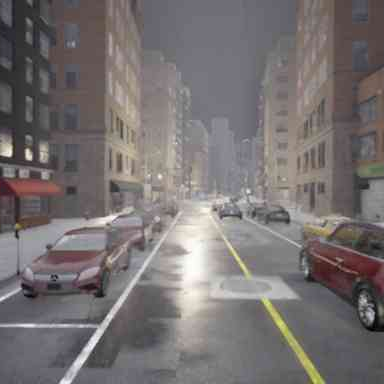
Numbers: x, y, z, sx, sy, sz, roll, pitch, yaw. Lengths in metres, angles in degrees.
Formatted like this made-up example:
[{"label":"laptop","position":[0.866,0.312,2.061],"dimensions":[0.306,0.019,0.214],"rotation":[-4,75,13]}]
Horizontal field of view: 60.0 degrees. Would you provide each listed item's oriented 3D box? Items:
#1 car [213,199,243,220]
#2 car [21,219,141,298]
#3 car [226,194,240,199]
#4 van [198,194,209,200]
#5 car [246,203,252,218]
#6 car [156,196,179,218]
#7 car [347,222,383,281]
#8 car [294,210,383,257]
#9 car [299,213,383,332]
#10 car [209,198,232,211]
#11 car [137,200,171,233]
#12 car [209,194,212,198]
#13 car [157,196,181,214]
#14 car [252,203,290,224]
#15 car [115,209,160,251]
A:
[{"label":"car","position":[3.244,1.617,29.181],"dimensions":[1.994,1.385,4.181],"rotation":[0,0,0]},{"label":"car","position":[-2.627,1.577,8.457],"dimensions":[1.802,1.307,4.206],"rotation":[0,0,0]},{"label":"car","position":[9.276,1.652,74.746],"dimensions":[1.947,1.339,4.313],"rotation":[0,0,9]},{"label":"van","position":[2.643,1.360,86.975],"dimensions":[1.690,1.788,3.998],"rotation":[0,0,9]},{"label":"car","position":[6.057,1.637,30.434],"dimensions":[1.947,1.339,4.313],"rotation":[0,0,0]},{"label":"car","position":[-2.469,1.333,30.489],"dimensions":[2.192,1.841,5.009],"rotation":[0,0,0]},{"label":"car","position":[5.897,1.614,8.409],"dimensions":[1.947,1.339,4.313],"rotation":[0,0,0]},{"label":"car","position":[5.939,1.581,14.085],"dimensions":[1.752,1.417,4.829],"rotation":[0,0,0]},{"label":"car","position":[3.878,1.386,7.048],"dimensions":[2.097,1.767,4.553],"rotation":[0,0,0]},{"label":"car","position":[3.271,1.660,39.156],"dimensions":[1.895,1.301,4.718],"rotation":[0,0,0]},{"label":"car","position":[-2.548,1.448,19.473],"dimensions":[1.967,1.590,4.097],"rotation":[0,0,0]},{"label":"car","position":[3.532,1.458,92.399],"dimensions":[1.967,1.590,4.097],"rotation":[0,0,9]},{"label":"car","position":[-2.429,1.337,35.996],"dimensions":[2.192,1.841,5.009],"rotation":[0,0,0]},{"label":"car","position":[6.018,1.632,24.927],"dimensions":[1.947,1.339,4.313],"rotation":[0,0,0]},{"label":"car","position":[-2.587,1.584,13.965],"dimensions":[1.802,1.307,4.206],"rotation":[0,0,0]}]
